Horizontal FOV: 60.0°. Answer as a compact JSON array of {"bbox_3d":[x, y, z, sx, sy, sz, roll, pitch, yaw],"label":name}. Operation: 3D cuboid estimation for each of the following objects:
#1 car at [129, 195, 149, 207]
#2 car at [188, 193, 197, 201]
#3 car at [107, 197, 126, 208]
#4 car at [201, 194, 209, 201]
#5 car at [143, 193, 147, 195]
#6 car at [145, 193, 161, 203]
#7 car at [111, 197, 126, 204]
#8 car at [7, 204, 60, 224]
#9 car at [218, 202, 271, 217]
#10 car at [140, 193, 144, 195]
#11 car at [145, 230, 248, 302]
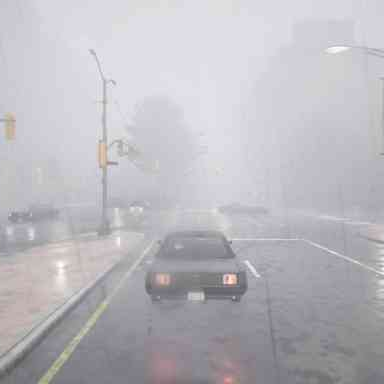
[{"bbox_3d":[-8.061,1.563,49.985,1.994,1.385,4.181,0,0,0],"label":"car"},{"bbox_3d":[0.061,1.218,86.531,2.150,2.045,5.566,0,0,0],"label":"car"},{"bbox_3d":[-11.562,1.505,49.363,1.837,1.490,4.892,0,0,0],"label":"car"},{"bbox_3d":[3.561,1.519,86.915,2.128,1.511,4.902,0,0,0],"label":"car"},{"bbox_3d":[-11.444,1.225,79.788,2.150,2.045,5.566,0,0,0],"label":"car"},{"bbox_3d":[-7.953,1.547,68.800,2.033,1.411,5.357,0,0,0],"label":"car"},{"bbox_3d":[-14.702,1.595,66.897,1.895,1.301,4.718,0,0,0],"label":"car"},{"bbox_3d":[-11.583,1.601,24.638,1.895,1.301,4.718,0,0,0],"label":"car"},{"bbox_3d":[4.920,1.601,30.971,4.718,1.301,1.895,0,0,18],"label":"car"},{"bbox_3d":[-11.456,1.525,67.616,1.812,1.442,4.674,0,0,0],"label":"car"},{"bbox_3d":[0.080,1.601,8.233,1.895,1.301,4.718,0,0,0],"label":"car"}]
